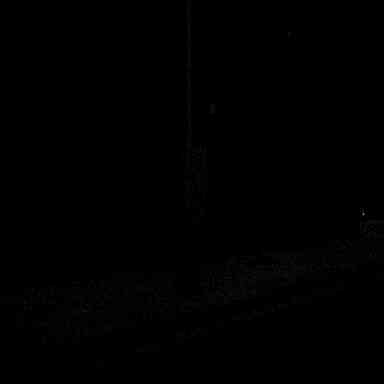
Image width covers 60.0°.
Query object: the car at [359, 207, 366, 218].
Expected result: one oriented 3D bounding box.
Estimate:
[{"bbox_3d":[11.119,1.312,26.256,2.128,1.511,4.902,0,1,-34],"label":"car"}]
